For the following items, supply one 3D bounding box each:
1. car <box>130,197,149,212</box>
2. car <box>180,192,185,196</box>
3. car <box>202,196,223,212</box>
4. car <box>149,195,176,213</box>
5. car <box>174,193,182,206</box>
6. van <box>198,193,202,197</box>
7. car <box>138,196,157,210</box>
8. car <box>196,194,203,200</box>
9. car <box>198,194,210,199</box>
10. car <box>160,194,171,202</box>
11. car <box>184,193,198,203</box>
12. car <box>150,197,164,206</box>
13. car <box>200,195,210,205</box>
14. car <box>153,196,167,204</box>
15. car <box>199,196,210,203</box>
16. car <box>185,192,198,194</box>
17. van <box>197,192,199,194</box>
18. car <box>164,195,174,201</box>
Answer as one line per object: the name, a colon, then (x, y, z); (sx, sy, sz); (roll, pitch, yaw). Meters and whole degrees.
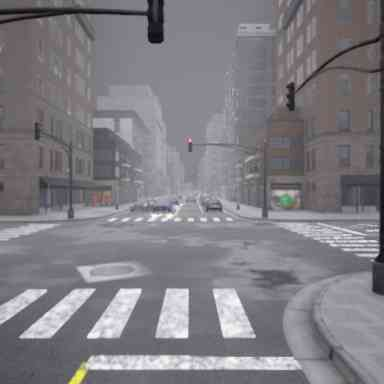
car: (-5.639, 1.354, 36.917); (1.967, 1.590, 4.097); (0, 0, 0)
car: (-2.921, 1.122, 68.612); (1.895, 1.301, 4.718); (0, 0, 0)
car: (2.386, 1.480, 36.896); (1.947, 1.339, 4.313); (0, 0, 0)
car: (-3.101, 1.393, 35.725); (1.882, 1.535, 5.008); (0, 0, 0)
car: (-3.036, 1.394, 52.877); (1.837, 1.490, 4.892); (0, 0, 1)
van: (2.441, 1.223, 58.939); (1.690, 1.788, 3.998); (0, 0, 0)
car: (-5.625, 1.344, 42.427); (1.967, 1.590, 4.097); (0, 0, 0)
car: (2.112, 1.388, 90.865); (1.812, 1.442, 4.674); (0, 0, 0)
car: (2.427, 1.454, 53.429); (1.947, 1.339, 4.313); (0, 0, 0)
car: (-5.556, 1.313, 69.981); (1.967, 1.590, 4.097); (0, 0, 0)
car: (-0.182, 1.440, 64.465); (1.994, 1.385, 4.181); (0, 0, 0)
car: (-5.597, 1.470, 53.449); (1.802, 1.307, 4.206); (0, 0, 0)
car: (2.414, 1.477, 47.919); (1.802, 1.307, 4.206); (0, 0, 0)
car: (-5.583, 1.432, 58.959); (2.008, 1.369, 4.403); (0, 0, 0)
car: (2.455, 1.427, 64.450); (2.008, 1.369, 4.403); (0, 0, 0)
car: (-0.156, 1.226, 74.468); (1.812, 1.442, 4.674); (0, 0, 0)
van: (2.469, 1.214, 69.960); (1.690, 1.788, 3.998); (0, 0, 0)
car: (-5.528, 1.417, 81.002); (2.008, 1.369, 4.403); (0, 0, 0)
